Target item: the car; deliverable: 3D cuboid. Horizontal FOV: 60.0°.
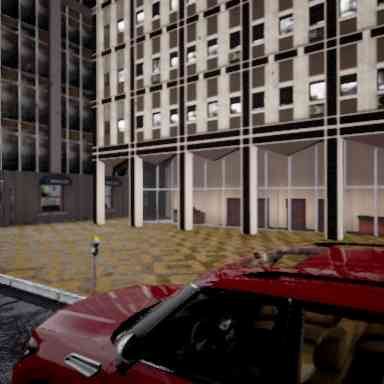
[{"bbox_3d":[0.827,1.321,2.276,5.009,1.841,2.192,-1,0,36],"label":"car"}]
